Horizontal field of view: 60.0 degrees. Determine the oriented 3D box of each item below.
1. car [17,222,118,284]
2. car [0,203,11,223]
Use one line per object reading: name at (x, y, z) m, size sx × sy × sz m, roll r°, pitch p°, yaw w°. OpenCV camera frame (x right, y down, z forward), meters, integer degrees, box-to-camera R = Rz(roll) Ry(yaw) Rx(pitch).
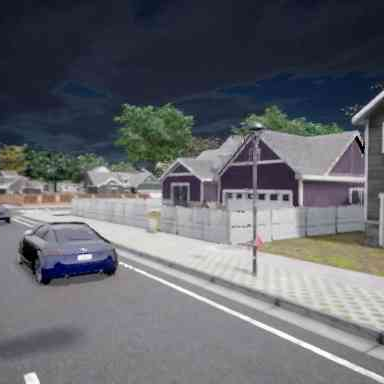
car at (-3.788, 1.563, 9.777) m, size 1.994 × 1.385 × 4.181 m, roll 0°, pitch 0°, yaw -35°
car at (-14.484, 1.492, 24.034) m, size 2.033 × 1.411 × 5.357 m, roll 0°, pitch 0°, yaw -39°
